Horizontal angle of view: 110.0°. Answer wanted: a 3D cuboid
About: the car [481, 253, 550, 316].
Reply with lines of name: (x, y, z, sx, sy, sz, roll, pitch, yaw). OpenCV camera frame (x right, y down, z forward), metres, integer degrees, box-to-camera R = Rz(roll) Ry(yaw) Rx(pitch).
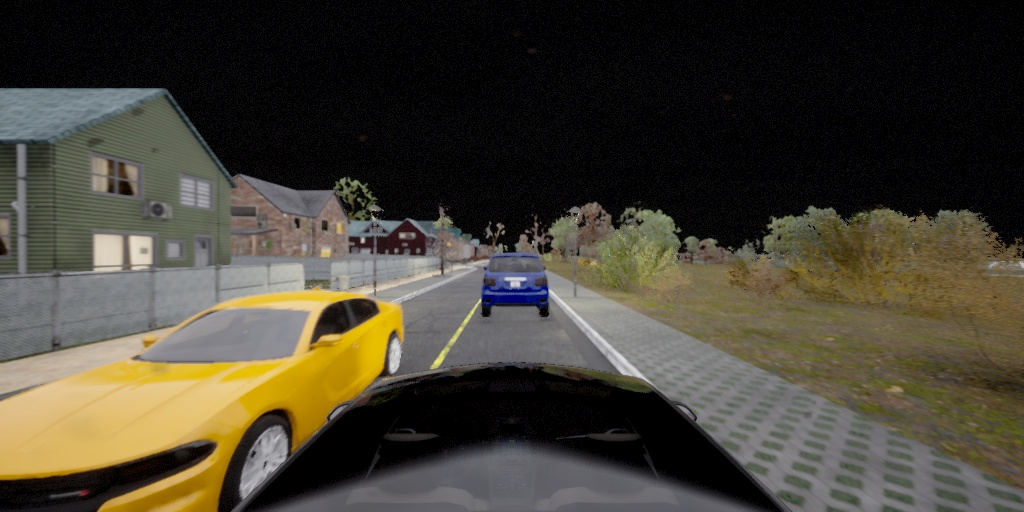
car: (0.100, 0.914, 13.159, 2.150, 2.045, 5.566, 0, 0, 0)

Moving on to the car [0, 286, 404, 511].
car: (-2.851, 1.214, 4.431, 1.882, 1.535, 5.008, 0, 0, 0)
